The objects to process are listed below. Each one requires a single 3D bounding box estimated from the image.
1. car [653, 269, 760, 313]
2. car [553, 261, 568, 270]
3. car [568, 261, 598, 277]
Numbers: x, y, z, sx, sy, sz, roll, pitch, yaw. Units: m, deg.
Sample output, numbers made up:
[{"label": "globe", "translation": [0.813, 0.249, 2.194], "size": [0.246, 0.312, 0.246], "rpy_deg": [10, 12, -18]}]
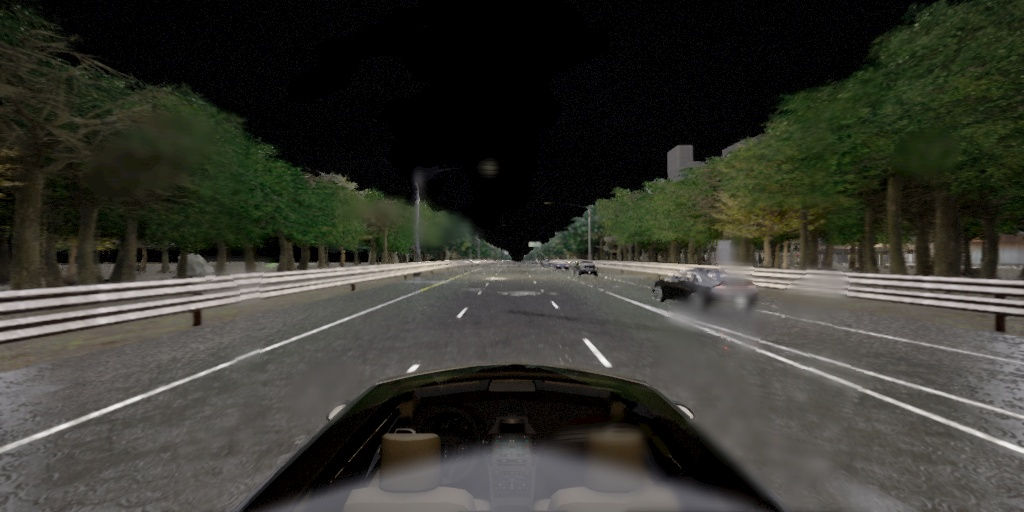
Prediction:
[{"label": "car", "translation": [7.239, 1.249, 13.957], "size": [2.128, 1.511, 4.902], "rpy_deg": [0, 0, -3]}, {"label": "car", "translation": [7.048, 1.399, 52.065], "size": [1.895, 1.301, 4.718], "rpy_deg": [0, 0, 0]}, {"label": "car", "translation": [7.010, 1.260, 34.905], "size": [1.837, 1.490, 4.892], "rpy_deg": [0, 0, 0]}]
